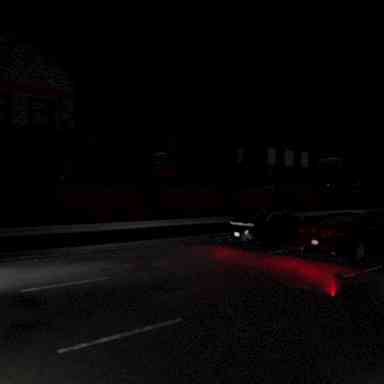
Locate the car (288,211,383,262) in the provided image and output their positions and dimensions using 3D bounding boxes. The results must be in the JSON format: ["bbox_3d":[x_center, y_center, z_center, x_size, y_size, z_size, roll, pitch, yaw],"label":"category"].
[{"bbox_3d":[6.051,1.505,12.357,5.008,1.535,1.882,0,0,-35],"label":"car"}]

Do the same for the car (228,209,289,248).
[{"bbox_3d":[3.815,1.520,15.061,4.902,1.511,2.128,0,0,-35],"label":"car"}]
